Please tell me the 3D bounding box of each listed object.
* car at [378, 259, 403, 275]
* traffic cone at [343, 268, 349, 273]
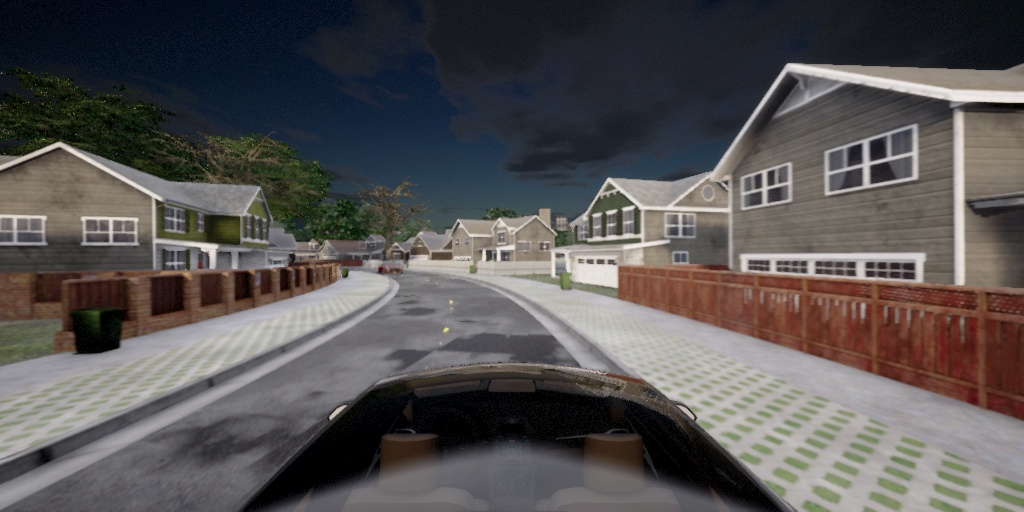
[{"bbox_3d":[-14.127,1.262,41.619,2.097,1.767,4.553,-1,0,-31],"label":"car"},{"bbox_3d":[-25.305,1.962,54.999,0.340,0.580,0.340,0,0,-44],"label":"traffic cone"}]
